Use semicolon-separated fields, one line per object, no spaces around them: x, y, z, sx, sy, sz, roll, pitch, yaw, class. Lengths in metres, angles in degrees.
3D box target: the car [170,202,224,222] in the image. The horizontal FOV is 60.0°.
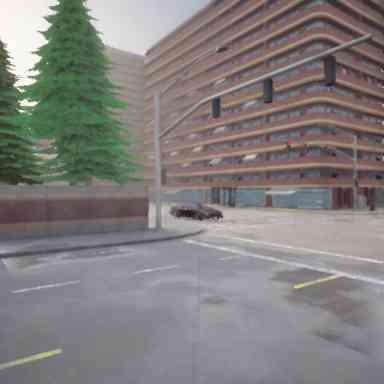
0.241;1.533;26.874;2.033;1.411;5.357;0;0;-35;car
